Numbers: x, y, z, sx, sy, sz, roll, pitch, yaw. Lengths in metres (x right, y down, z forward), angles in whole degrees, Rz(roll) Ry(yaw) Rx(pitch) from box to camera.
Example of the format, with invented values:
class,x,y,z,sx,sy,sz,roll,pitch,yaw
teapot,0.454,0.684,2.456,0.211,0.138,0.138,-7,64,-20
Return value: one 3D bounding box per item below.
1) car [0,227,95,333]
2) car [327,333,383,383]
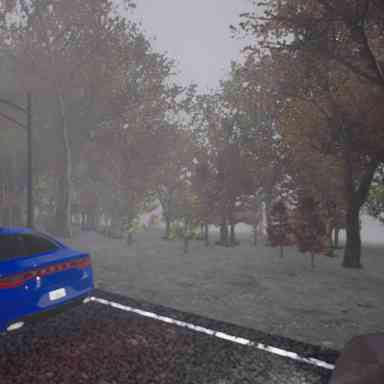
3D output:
class,x,y,z,sx,sy,sz,roll,pitch,yaw
car,-4.017,1.441,6.459,5.008,1.535,1.882,-2,2,36
car,3.398,1.516,1.500,5.357,1.411,2.033,-1,1,34
